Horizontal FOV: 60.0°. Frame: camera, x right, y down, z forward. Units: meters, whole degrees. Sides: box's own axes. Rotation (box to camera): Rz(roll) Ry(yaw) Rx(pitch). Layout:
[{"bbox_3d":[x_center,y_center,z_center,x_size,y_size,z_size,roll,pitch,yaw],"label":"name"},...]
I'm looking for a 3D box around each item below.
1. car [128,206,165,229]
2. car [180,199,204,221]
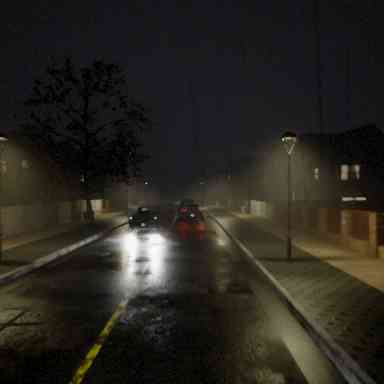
[{"bbox_3d":[-2.860,1.618,21.681,1.895,1.301,4.718,0,0,0],"label":"car"},{"bbox_3d":[0.000,1.558,27.574,1.812,1.442,4.674,0,0,-1],"label":"car"}]
